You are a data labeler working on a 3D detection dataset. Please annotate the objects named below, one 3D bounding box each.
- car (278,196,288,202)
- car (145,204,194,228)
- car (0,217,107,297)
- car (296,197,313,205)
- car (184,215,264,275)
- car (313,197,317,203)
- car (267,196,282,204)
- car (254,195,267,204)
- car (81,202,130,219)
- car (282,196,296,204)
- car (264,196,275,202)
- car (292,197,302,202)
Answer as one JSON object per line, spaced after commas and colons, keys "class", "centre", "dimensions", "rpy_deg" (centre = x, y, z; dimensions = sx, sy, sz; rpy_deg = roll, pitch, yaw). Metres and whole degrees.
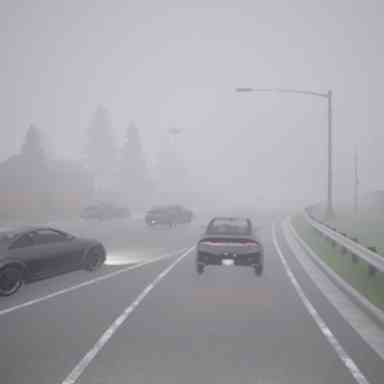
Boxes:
{"class": "car", "centre": [23.637, 1.890, 86.453], "dimensions": [1.812, 1.442, 4.674], "rpy_deg": [0, 0, 25]}
{"class": "car", "centre": [-1.423, 1.618, 23.296], "dimensions": [1.837, 1.490, 4.892], "rpy_deg": [0, 0, 25]}
{"class": "car", "centre": [-4.204, 1.595, 8.876], "dimensions": [1.994, 1.385, 4.181], "rpy_deg": [0, -1, 25]}
{"class": "car", "centre": [23.269, 1.961, 68.869], "dimensions": [1.994, 1.385, 4.181], "rpy_deg": [0, 0, 25]}
{"class": "car", "centre": [1.268, 1.549, 10.702], "dimensions": [2.128, 1.511, 4.902], "rpy_deg": [0, 0, 9]}
{"class": "car", "centre": [30.503, 2.059, 84.632], "dimensions": [1.994, 1.385, 4.181], "rpy_deg": [0, 0, 25]}
{"class": "car", "centre": [19.472, 2.033, 77.390], "dimensions": [1.895, 1.301, 4.718], "rpy_deg": [0, 0, 25]}
{"class": "car", "centre": [16.119, 1.658, 78.475], "dimensions": [2.150, 2.045, 5.566], "rpy_deg": [0, 0, 25]}
{"class": "car", "centre": [-7.081, 1.609, 27.747], "dimensions": [2.128, 1.511, 4.902], "rpy_deg": [0, 0, 25]}
{"class": "car", "centre": [22.466, 1.977, 75.523], "dimensions": [2.033, 1.411, 5.357], "rpy_deg": [0, 0, 25]}
{"class": "car", "centre": [20.456, 1.888, 87.914], "dimensions": [1.812, 1.442, 4.674], "rpy_deg": [0, 0, 25]}
{"class": "car", "centre": [26.829, 1.963, 85.018], "dimensions": [1.895, 1.301, 4.718], "rpy_deg": [0, 0, 25]}
